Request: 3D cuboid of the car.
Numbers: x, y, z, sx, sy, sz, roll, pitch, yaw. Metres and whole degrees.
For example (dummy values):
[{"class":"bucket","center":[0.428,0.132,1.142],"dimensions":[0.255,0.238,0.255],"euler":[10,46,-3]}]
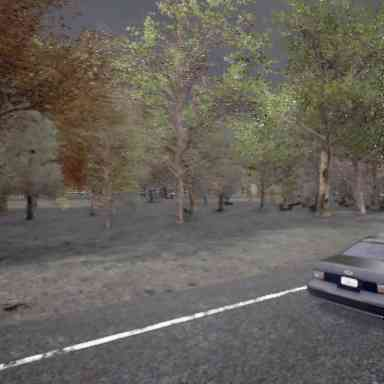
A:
[{"class":"car","center":[4.712,1.584,7.107],"dimensions":[5.357,1.411,2.033],"euler":[0,0,-35]}]
